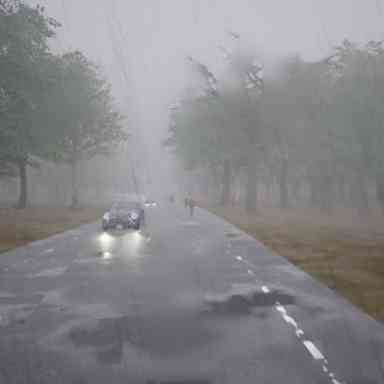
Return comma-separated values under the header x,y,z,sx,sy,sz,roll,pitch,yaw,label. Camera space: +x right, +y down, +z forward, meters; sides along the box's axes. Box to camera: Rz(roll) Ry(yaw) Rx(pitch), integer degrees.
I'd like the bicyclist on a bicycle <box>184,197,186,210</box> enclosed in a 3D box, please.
x,y,z,sx,sy,sz,roll,pitch,yaw,label
-0.654,1.407,38.915,0.582,1.620,1.656,0,0,-5,bicyclist on a bicycle

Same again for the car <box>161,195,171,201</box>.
x,y,z,sx,sy,sz,roll,pitch,yaw,label
-6.172,1.456,77.293,1.895,1.301,4.718,-1,0,-9,car

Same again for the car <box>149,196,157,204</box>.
x,y,z,sx,sy,sz,roll,pitch,yaw,label
-7.422,1.499,60.858,1.994,1.385,4.181,0,0,-6,car

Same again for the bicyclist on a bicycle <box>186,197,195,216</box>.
x,y,z,sx,sy,sz,roll,pitch,yaw,label
-0.010,1.420,29.871,0.582,1.620,1.656,0,0,-4,bicyclist on a bicycle

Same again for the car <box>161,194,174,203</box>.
x,y,z,sx,sy,sz,roll,pitch,yaw,label
-4.809,1.243,68.348,2.097,1.767,4.553,0,0,-8,car

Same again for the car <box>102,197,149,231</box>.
x,y,z,sx,sy,sz,roll,pitch,yaw,label
-4.107,1.342,20.581,2.097,1.767,4.553,0,0,-3,car
